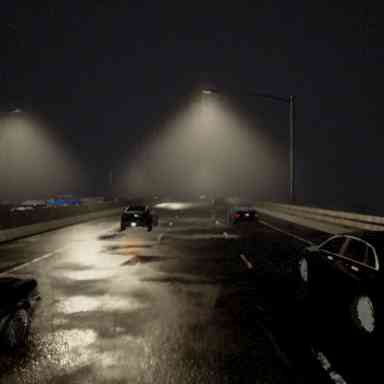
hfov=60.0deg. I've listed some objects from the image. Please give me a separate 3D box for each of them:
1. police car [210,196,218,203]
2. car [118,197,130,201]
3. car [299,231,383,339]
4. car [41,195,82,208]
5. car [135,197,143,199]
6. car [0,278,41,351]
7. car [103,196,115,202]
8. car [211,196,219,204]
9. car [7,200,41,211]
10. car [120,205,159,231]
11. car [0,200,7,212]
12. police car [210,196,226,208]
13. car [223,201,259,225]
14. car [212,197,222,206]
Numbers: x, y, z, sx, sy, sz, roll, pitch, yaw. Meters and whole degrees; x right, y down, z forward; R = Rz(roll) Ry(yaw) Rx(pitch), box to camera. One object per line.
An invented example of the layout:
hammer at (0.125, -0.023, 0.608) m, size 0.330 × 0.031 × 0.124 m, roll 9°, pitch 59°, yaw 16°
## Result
police car at (5.679, 1.842, 85.625) m, size 1.930 × 1.638 × 5.238 m, roll 0°, pitch 0°, yaw 3°
car at (-15.756, 1.776, 76.965) m, size 1.895 × 1.301 × 4.718 m, roll 0°, pitch 0°, yaw 2°
car at (3.624, 1.525, 6.562) m, size 1.837 × 1.490 × 4.892 m, roll 0°, pitch 0°, yaw 0°
car at (-13.697, 1.348, 35.997) m, size 2.150 × 2.045 × 5.566 m, roll 0°, pitch 0°, yaw 1°
car at (-12.259, 1.734, 76.837) m, size 1.994 × 1.385 × 4.181 m, roll 0°, pitch 0°, yaw 2°
car at (-3.389, 1.608, 3.287) m, size 1.895 × 1.301 × 4.718 m, roll 0°, pitch 0°, yaw 0°
car at (-19.251, 1.704, 77.155) m, size 1.812 × 1.442 × 4.674 m, roll 0°, pitch 0°, yaw 2°
car at (5.167, 1.793, 74.795) m, size 1.801 × 1.575 × 5.366 m, roll 0°, pitch 0°, yaw 3°
car at (-17.198, 1.619, 35.753) m, size 2.128 × 1.511 × 4.902 m, roll 0°, pitch 0°, yaw 1°
car at (-3.252, 1.579, 21.098) m, size 1.837 × 1.490 × 4.892 m, roll 0°, pitch 0°, yaw 1°
car at (-20.706, 1.602, 35.385) m, size 1.882 × 1.535 × 5.008 m, roll 0°, pitch -1°, yaw 1°
police car at (4.341, 1.629, 52.885) m, size 1.930 × 1.638 × 5.238 m, roll 0°, pitch 0°, yaw 2°
car at (3.801, 1.640, 25.174) m, size 2.033 × 1.411 × 5.357 m, roll 0°, pitch 0°, yaw 1°
car at (4.721, 1.720, 63.882) m, size 1.801 × 1.575 × 5.366 m, roll 0°, pitch 0°, yaw 2°
